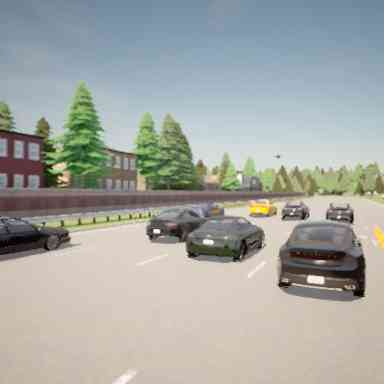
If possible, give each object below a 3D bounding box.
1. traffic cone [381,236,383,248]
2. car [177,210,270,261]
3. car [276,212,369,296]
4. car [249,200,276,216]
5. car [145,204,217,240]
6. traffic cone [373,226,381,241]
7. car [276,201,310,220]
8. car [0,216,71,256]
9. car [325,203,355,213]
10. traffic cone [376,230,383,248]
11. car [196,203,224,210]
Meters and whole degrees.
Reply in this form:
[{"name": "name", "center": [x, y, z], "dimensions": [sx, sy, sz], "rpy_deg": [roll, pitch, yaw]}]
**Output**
[{"name": "traffic cone", "center": [7.009, 1.985, 11.807], "dimensions": [0.340, 0.580, 0.340], "rpy_deg": [0, 0, 25]}, {"name": "car", "center": [1.385, 1.590, 12.569], "dimensions": [1.994, 1.385, 4.181], "rpy_deg": [0, 0, 25]}, {"name": "car", "center": [3.533, 1.526, 8.913], "dimensions": [1.837, 1.490, 4.892], "rpy_deg": [0, 0, 25]}, {"name": "car", "center": [7.106, 1.548, 32.931], "dimensions": [1.882, 1.535, 5.008], "rpy_deg": [0, 0, 25]}, {"name": "car", "center": [-0.561, 1.557, 16.652], "dimensions": [1.812, 1.442, 4.674], "rpy_deg": [0, 0, 25]}, {"name": "traffic cone", "center": [8.713, 1.994, 15.426], "dimensions": [0.340, 0.580, 0.340], "rpy_deg": [0, 0, 25]}, {"name": "car", "center": [9.007, 1.556, 28.754], "dimensions": [2.128, 1.511, 4.902], "rpy_deg": [0, 0, 25]}, {"name": "car", "center": [-6.811, 1.563, 11.597], "dimensions": [2.033, 1.411, 5.357], "rpy_deg": [0, 0, 25]}, {"name": "car", "center": [11.186, 1.551, 25.166], "dimensions": [2.128, 1.511, 4.902], "rpy_deg": [0, 0, 25]}, {"name": "traffic cone", "center": [7.861, 1.990, 13.617], "dimensions": [0.340, 0.580, 0.340], "rpy_deg": [0, 0, 25]}, {"name": "car", "center": [1.136, 1.603, 28.468], "dimensions": [2.033, 1.411, 5.357], "rpy_deg": [0, 0, 25]}]
